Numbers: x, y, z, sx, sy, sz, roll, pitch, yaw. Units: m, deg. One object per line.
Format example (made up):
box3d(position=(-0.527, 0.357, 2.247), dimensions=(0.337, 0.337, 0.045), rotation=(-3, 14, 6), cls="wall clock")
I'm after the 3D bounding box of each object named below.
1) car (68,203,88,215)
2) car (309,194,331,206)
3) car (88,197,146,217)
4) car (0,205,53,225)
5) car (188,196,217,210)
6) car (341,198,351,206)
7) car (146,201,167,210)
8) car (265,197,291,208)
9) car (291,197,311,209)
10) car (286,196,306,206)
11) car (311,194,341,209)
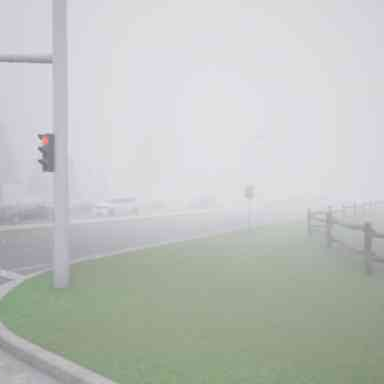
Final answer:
box3d(position=(-13.247, 1.991, 40.510), dimensions=(2.033, 1.411, 5.357), rotation=(-1, -1, 35), cls="car")
box3d(position=(22.621, 1.425, 58.819), dimensions=(2.150, 2.045, 5.566), rotation=(-1, -1, 37), cls="car")
box3d(position=(-7.964, 1.574, 35.853), dimensions=(2.150, 2.045, 5.566), rotation=(-1, -1, 35), cls="car")
box3d(position=(-13.594, 1.842, 27.748), dimensions=(2.128, 1.511, 4.902), rotation=(-1, -1, 35), cls="car")
box3d(position=(1.619, 1.577, 49.597), dimensions=(2.150, 2.045, 5.566), rotation=(-1, -1, 35), cls="car")
box3d(position=(26.216, 1.684, 57.799), dimensions=(1.812, 1.442, 4.674), rotation=(-1, -1, 36), cls="car")
box3d(position=(-5.793, 2.008, 51.202), dimensions=(1.994, 1.385, 4.181), rotation=(-1, 0, 35), cls="car")
box3d(position=(13.076, 1.798, 51.693), dimensions=(2.033, 1.411, 5.357), rotation=(-1, -1, 36), cls="car")
box3d(position=(16.762, 1.557, 50.752), dimensions=(2.097, 1.767, 4.553), rotation=(-1, -1, 36), cls="car")
box3d(position=(18.592, 1.603, 59.413), dimensions=(2.097, 1.767, 4.553), rotation=(-1, -1, 36), cls="car")
box3d(position=(19.899, 1.381, 49.130), dimensions=(2.150, 2.045, 5.566), rotation=(-1, -1, 36), cls="car")
